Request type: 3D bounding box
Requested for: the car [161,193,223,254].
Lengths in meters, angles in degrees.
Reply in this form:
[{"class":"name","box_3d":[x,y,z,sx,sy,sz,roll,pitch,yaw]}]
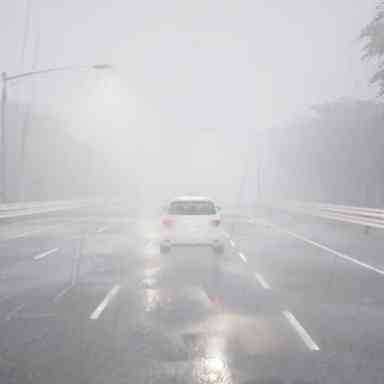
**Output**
[{"class":"car","box_3d":[0.001,1.189,13.387,2.150,2.045,5.566,0,0,0]}]
